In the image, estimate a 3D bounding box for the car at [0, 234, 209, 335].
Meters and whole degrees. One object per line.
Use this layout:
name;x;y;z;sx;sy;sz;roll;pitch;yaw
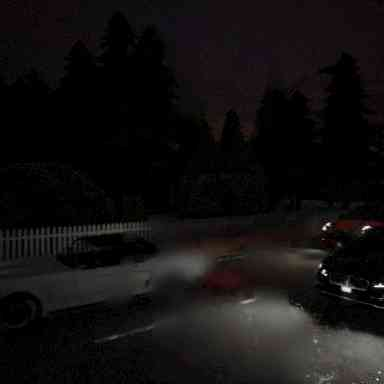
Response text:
car;-2.034;1.601;6.839;4.718;1.301;1.895;0;0;-36

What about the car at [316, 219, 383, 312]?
car;4.752;1.506;7.375;4.892;1.490;1.837;0;0;-35

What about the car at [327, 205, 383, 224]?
car;7.259;1.351;13.448;4.553;1.767;2.097;0;0;-35
